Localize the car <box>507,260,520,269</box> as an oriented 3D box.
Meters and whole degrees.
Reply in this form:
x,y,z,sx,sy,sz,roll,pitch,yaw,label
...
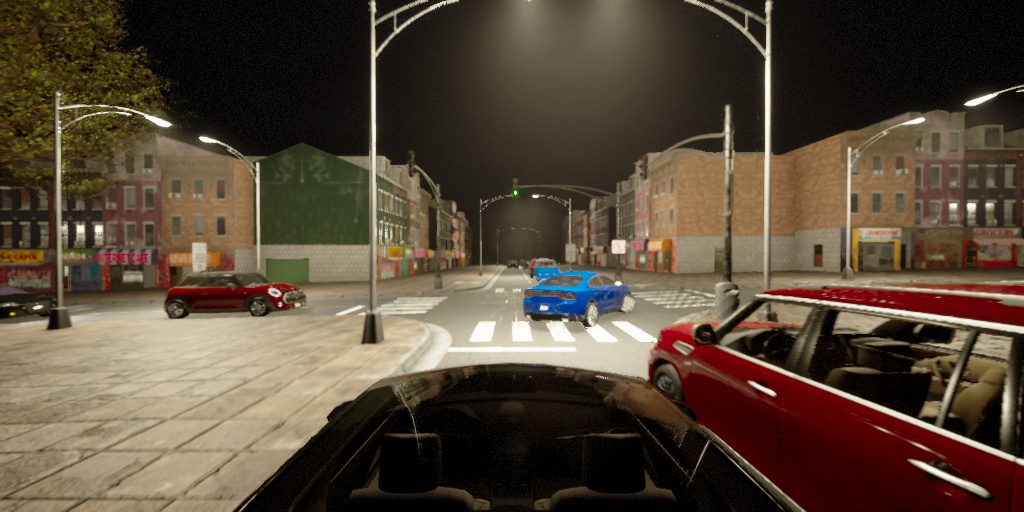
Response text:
x,y,z,sx,sy,sz,roll,pitch,yaw,label
0.162,1.502,59.139,1.895,1.301,4.718,0,0,0,car

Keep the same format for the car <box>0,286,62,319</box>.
x,y,z,sx,sy,sz,roll,pitch,yaw,label
-20.575,1.889,14.045,4.181,1.385,1.994,-2,1,0,car

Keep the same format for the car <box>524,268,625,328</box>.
x,y,z,sx,sy,sz,roll,pitch,yaw,label
2.335,1.245,11.709,1.882,1.535,5.008,-2,-1,36,car

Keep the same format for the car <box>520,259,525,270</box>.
x,y,z,sx,sy,sz,roll,pitch,yaw,label
2.693,1.439,55.690,2.007,1.370,4.403,0,0,0,car

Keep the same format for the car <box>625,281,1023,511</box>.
x,y,z,sx,sy,sz,roll,pitch,yaw,label
2.637,1.066,2.298,2.192,1.841,5.009,0,0,0,car

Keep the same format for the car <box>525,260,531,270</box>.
x,y,z,sx,sy,sz,roll,pitch,yaw,label
2.670,1.134,34.065,2.192,1.841,5.009,0,0,0,car

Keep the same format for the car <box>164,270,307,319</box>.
x,y,z,sx,sy,sz,roll,pitch,yaw,label
-10.634,1.388,14.042,4.553,1.767,2.097,-2,1,0,car

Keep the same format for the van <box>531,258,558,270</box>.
x,y,z,sx,sy,sz,roll,pitch,yaw,label
2.665,1.145,28.659,1.690,1.789,3.998,0,0,0,van
